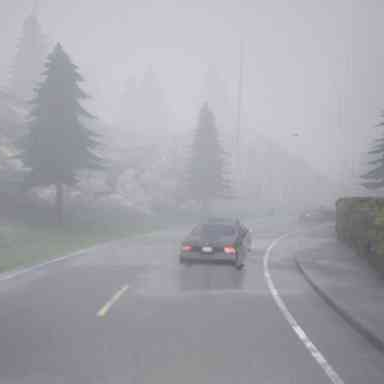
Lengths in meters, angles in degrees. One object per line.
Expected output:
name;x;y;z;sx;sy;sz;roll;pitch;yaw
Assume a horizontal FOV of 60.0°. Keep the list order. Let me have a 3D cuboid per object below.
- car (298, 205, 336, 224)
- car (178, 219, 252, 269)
car;10.397;1.748;26.916;4.181;1.385;1.994;0;-1;-42
car;1.003;1.627;11.504;2.033;1.411;5.357;0;0;13
